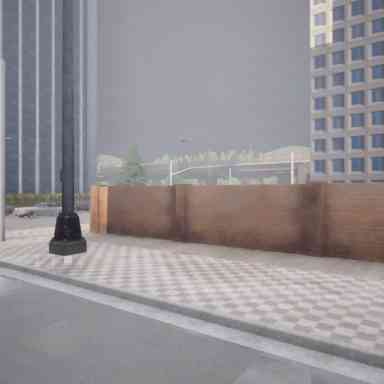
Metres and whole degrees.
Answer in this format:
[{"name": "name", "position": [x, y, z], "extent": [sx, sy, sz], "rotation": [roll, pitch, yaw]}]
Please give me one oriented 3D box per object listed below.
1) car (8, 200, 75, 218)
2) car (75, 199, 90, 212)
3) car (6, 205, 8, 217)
[{"name": "car", "position": [-13.420, 1.601, 29.947], "extent": [1.895, 1.301, 4.718], "rotation": [0, 0, 35]}, {"name": "car", "position": [-12.415, 1.547, 37.483], "extent": [2.033, 1.411, 5.357], "rotation": [0, 0, 35]}, {"name": "car", "position": [-18.224, 1.547, 29.252], "extent": [2.033, 1.411, 5.357], "rotation": [0, 0, 32]}]
